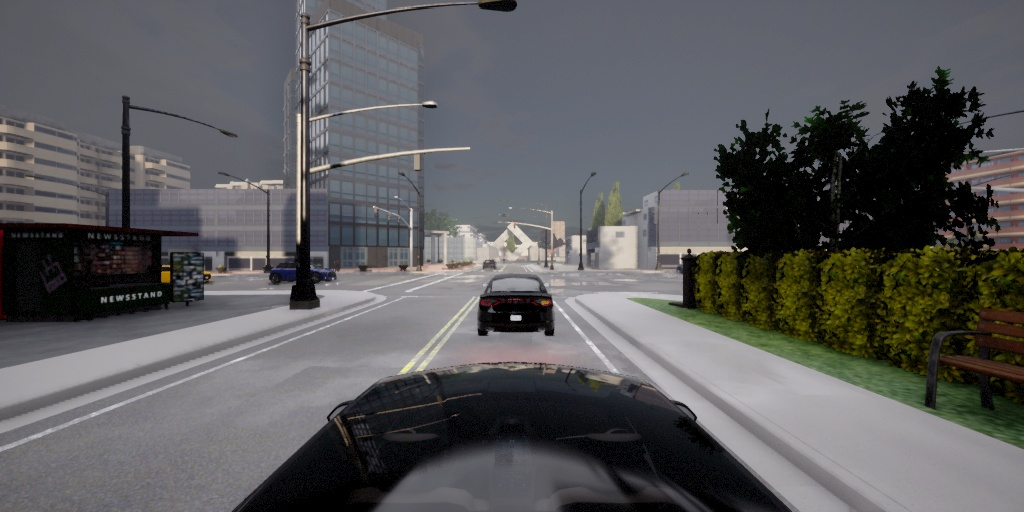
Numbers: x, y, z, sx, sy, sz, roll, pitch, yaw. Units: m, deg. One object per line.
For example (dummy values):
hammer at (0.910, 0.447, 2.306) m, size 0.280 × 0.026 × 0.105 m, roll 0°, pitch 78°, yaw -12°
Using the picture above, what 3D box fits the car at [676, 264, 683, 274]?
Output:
car at (20.294, 1.056, 38.904) m, size 4.553 × 1.767 × 2.097 m, roll 0°, pitch 0°, yaw 0°

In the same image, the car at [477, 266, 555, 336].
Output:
car at (0.114, 1.228, 10.474) m, size 1.882 × 1.535 × 5.008 m, roll 0°, pitch 0°, yaw 1°

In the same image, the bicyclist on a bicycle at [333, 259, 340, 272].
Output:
bicyclist on a bicycle at (-21.803, 1.216, 44.543) m, size 0.582 × 1.620 × 1.656 m, roll -1°, pitch 0°, yaw 0°

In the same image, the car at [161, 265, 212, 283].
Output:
car at (-26.386, 1.454, 28.052) m, size 5.008 × 1.535 × 1.882 m, roll -1°, pitch 0°, yaw 0°

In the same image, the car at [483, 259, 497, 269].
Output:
car at (-3.356, 1.227, 54.257) m, size 1.882 × 1.535 × 5.008 m, roll 0°, pitch 0°, yaw 0°

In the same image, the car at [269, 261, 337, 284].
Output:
car at (-16.274, 1.210, 28.084) m, size 4.553 × 1.767 × 2.097 m, roll -1°, pitch 0°, yaw 0°
